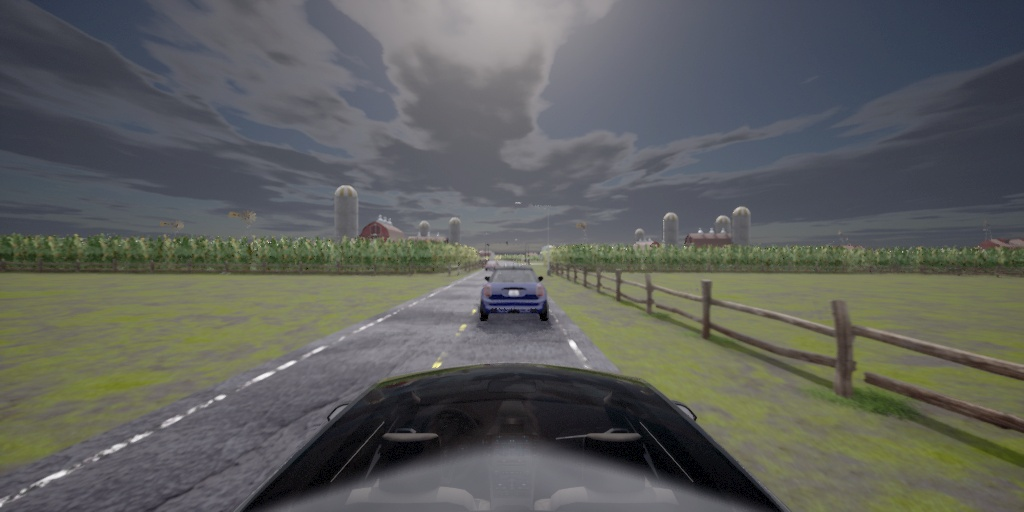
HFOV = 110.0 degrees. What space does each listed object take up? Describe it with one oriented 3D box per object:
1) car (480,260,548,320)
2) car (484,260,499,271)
[{"bbox_3d":[0.069,1.110,12.749,2.097,1.767,4.553,0,0,0],"label":"car"},{"bbox_3d":[-2.829,1.358,50.686,1.812,1.442,4.674,0,0,0],"label":"car"}]
